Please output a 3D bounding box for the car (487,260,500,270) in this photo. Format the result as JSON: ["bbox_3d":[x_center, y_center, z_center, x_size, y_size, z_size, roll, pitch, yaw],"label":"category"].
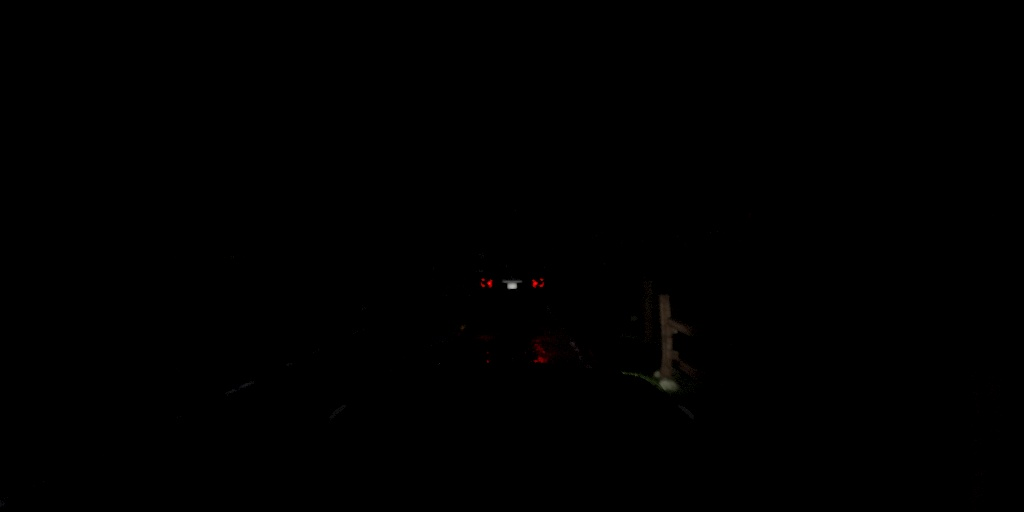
[{"bbox_3d":[-2.783,1.302,54.697,1.812,1.442,4.674,0,0,1],"label":"car"}]

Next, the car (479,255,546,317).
[{"bbox_3d":[0.033,0.984,13.416,2.150,2.045,5.566,0,0,1],"label":"car"}]
